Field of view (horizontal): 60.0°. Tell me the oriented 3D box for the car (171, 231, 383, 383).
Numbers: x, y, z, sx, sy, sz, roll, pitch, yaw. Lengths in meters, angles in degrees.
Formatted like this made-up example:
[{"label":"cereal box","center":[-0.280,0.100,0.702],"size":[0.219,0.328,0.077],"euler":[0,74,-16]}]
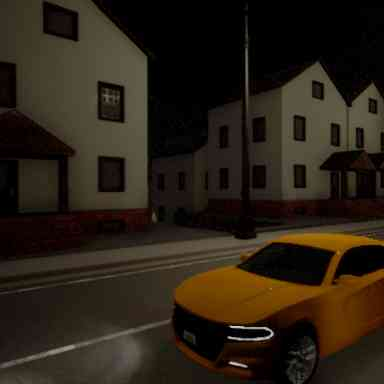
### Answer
[{"label":"car","center":[2.005,1.456,5.421],"size":[5.008,1.535,1.882],"euler":[0,0,-36]}]
